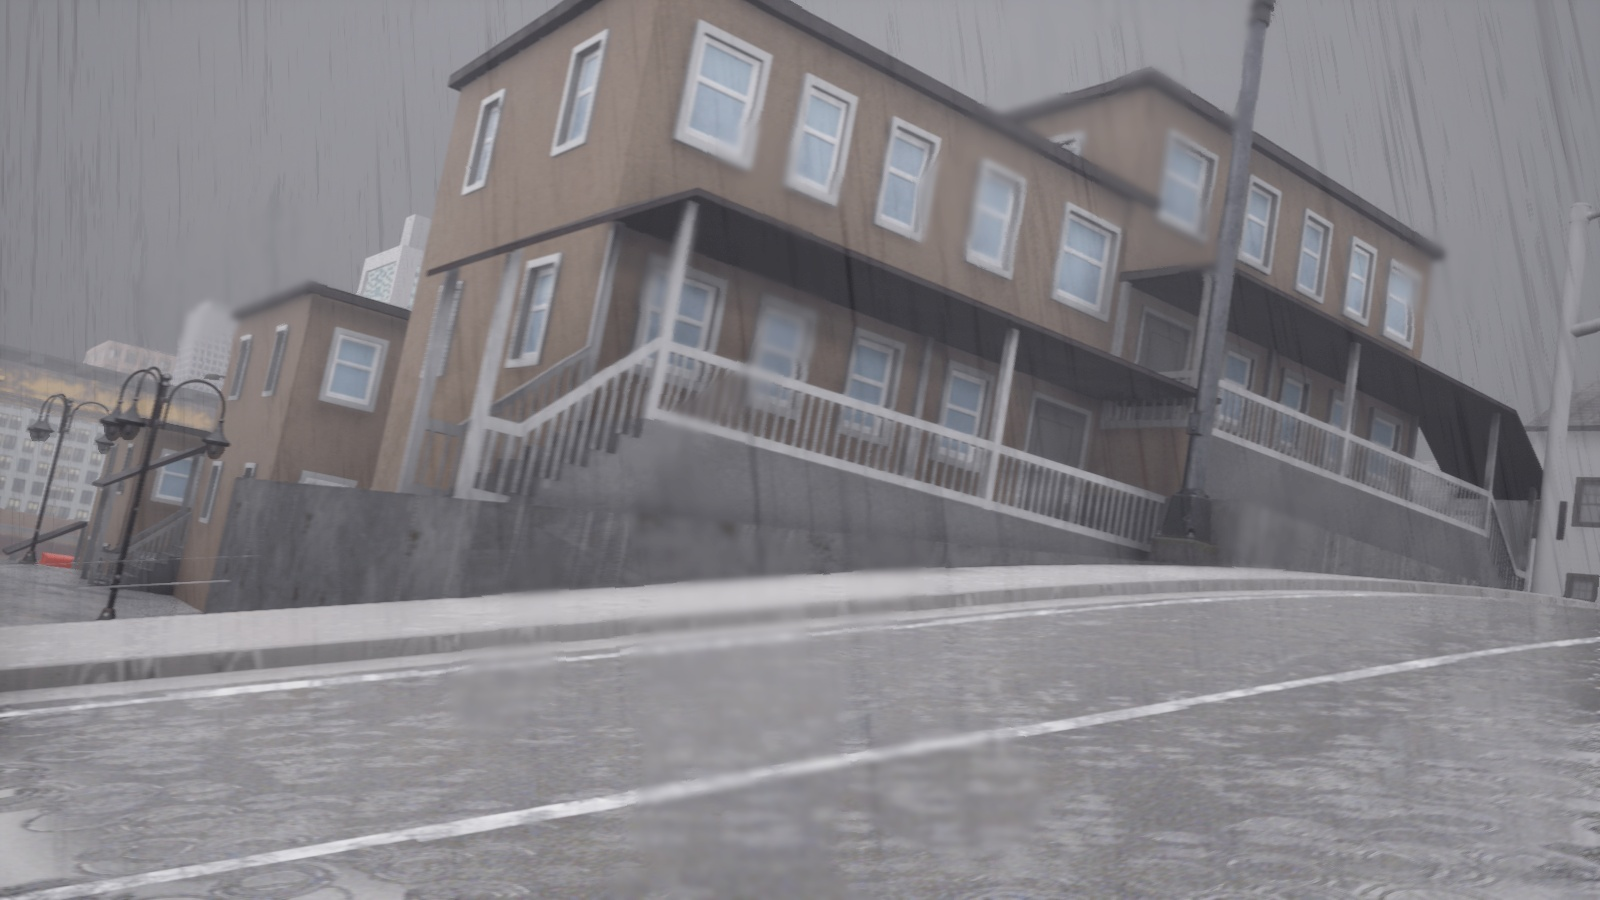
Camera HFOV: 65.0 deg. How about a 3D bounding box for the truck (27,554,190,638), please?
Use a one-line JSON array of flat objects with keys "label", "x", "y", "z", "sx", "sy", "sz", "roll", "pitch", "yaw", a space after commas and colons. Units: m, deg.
[{"label": "truck", "x": -28.355, "y": 5.998, "z": 51.540, "sx": 5.204, "sy": 2.467, "sz": 2.627, "roll": 15, "pitch": -9, "yaw": -34}]
